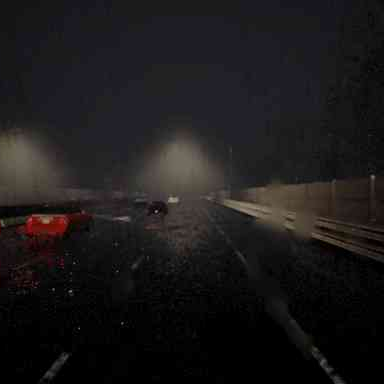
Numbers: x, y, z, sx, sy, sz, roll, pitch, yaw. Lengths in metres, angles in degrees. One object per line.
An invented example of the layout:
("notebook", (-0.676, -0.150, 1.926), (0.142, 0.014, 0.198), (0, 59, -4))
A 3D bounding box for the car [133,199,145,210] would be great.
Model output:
("car", (-6.952, 1.669, 46.052), (2.128, 1.511, 4.902), (0, 0, 0))

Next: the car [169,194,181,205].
("car", (-3.473, 1.492, 66.520), (2.150, 2.045, 5.566), (0, 0, 0))

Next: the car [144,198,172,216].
("car", (-3.438, 1.629, 34.554), (1.837, 1.490, 4.892), (0, 0, 0))

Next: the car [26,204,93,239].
("car", (-6.926, 1.421, 17.905), (2.097, 1.767, 4.553), (0, 0, 0))
